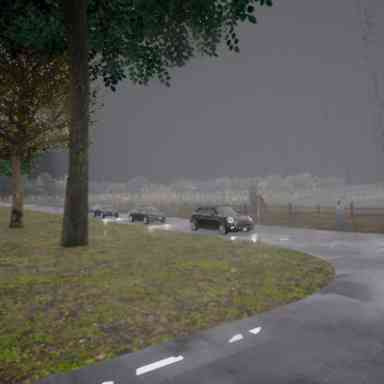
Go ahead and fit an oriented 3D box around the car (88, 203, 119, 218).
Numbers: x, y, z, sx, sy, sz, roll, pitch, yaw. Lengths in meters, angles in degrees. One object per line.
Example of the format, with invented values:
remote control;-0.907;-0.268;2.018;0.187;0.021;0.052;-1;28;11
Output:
car;-10.039;2.188;38.301;1.837;1.490;4.892;-1;0;-35

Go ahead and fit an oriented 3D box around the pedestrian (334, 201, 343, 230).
pedestrian;9.331;1.432;21.134;0.375;1.860;0.375;-3;2;-35

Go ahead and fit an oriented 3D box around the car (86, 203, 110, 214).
car;-13.832;2.378;48.804;1.994;1.385;4.181;-1;0;-36

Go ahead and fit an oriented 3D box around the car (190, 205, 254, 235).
car;1.817;1.662;21.431;2.097;1.767;4.553;-1;0;-35

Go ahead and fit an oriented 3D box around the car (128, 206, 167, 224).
car;-4.079;2.003;29.815;1.837;1.490;4.892;-1;0;-35
